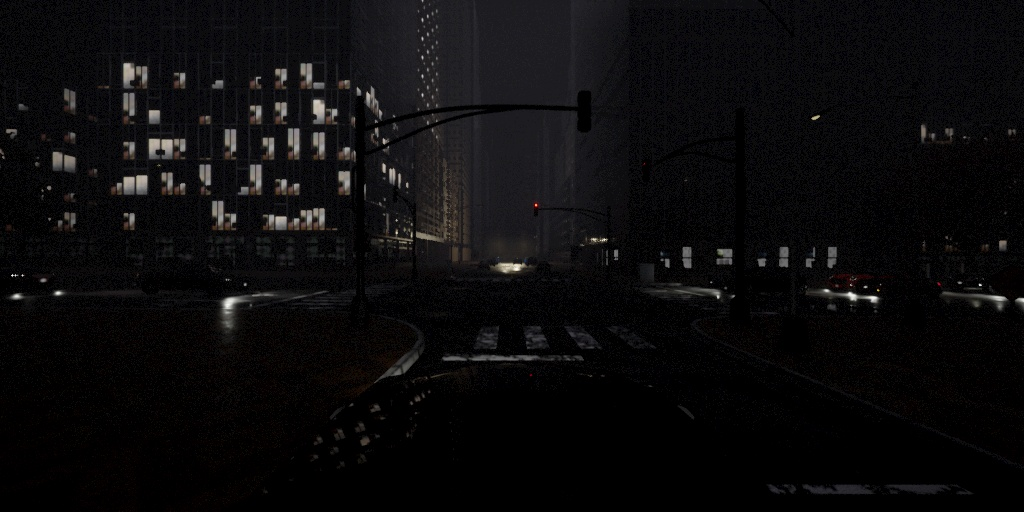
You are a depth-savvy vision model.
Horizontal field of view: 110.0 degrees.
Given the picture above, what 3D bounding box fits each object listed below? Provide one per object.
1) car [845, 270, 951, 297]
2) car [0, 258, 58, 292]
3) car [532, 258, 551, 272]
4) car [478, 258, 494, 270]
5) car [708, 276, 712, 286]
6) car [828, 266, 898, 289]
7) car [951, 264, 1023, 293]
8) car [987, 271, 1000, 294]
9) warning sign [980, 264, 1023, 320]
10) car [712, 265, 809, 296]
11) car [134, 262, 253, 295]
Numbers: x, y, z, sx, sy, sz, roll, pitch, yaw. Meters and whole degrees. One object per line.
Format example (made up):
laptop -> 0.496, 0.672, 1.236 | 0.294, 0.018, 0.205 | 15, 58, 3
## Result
car -> 23.737, 1.762, 22.147 | 4.181, 1.385, 1.994 | 1, 0, -3
car -> -24.157, 0.820, 16.496 | 4.902, 1.511, 2.128 | 1, 0, -3
car -> 3.950, 1.321, 46.198 | 1.948, 1.339, 4.313 | 0, 0, 0
car -> -4.000, 1.334, 51.695 | 1.802, 1.307, 4.207 | 0, 0, 0
car -> 16.199, 1.587, 25.052 | 4.674, 1.442, 1.812 | 1, 0, -3
car -> 25.241, 1.575, 25.465 | 4.553, 1.767, 2.097 | 1, 0, -3
car -> 34.985, 1.620, 25.905 | 5.566, 2.045, 2.150 | 1, 0, -2
car -> 34.036, 1.930, 22.614 | 5.357, 1.411, 2.033 | 1, 0, -3
warning sign -> 17.281, 1.202, 12.389 | 1.060, 1.860, 1.300 | 0, 0, -3
car -> 15.151, 1.396, 21.751 | 4.553, 1.767, 2.097 | 1, 0, -3
car -> -14.942, 1.023, 16.919 | 4.674, 1.442, 1.812 | 1, 0, -1
